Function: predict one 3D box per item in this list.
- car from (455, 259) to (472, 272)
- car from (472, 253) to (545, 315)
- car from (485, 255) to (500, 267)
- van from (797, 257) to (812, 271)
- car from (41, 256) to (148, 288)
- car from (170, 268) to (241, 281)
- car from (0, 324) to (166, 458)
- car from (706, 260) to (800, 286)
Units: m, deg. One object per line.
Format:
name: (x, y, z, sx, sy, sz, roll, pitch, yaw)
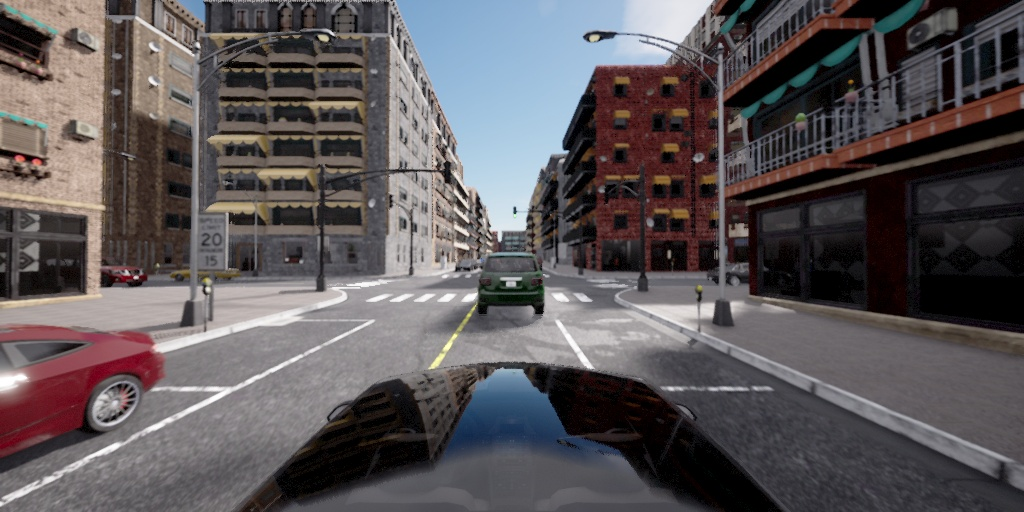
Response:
car: (-5.406, 1.081, 41.014, 1.948, 1.339, 4.313, 0, 0, 0)
car: (-0.040, 0.902, 13.262, 2.150, 2.045, 5.566, 0, 0, 0)
car: (-2.947, 0.789, 55.680, 2.097, 1.767, 4.553, 0, 0, 0)
van: (24.841, 0.947, 28.690, 3.998, 1.789, 1.690, 0, 0, 0)
car: (-24.333, 0.941, 20.814, 5.009, 1.841, 2.192, 0, 0, 0)
car: (-24.505, 1.267, 28.693, 4.829, 1.417, 1.751, 0, 0, 0)
car: (-5.316, 1.324, 2.935, 1.802, 1.307, 4.207, 0, 0, 0)
car: (13.702, 1.067, 20.811, 4.403, 1.370, 2.007, 0, 0, 0)
